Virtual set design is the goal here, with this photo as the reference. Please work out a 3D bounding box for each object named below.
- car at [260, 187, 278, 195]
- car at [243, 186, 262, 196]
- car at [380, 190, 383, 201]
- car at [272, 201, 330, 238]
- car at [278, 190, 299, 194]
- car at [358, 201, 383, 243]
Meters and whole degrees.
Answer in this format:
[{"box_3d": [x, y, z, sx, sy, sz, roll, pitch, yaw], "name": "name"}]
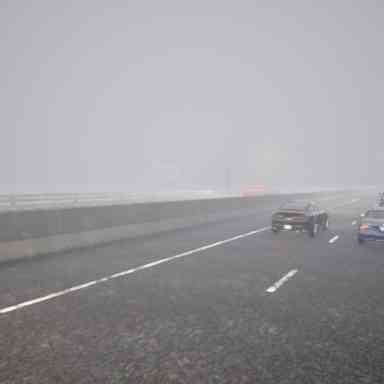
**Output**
[{"box_3d": [13.574, 0.328, 55.947, 1.837, 1.490, 4.892, 2, 1, 32], "name": "car"}, {"box_3d": [10.902, -0.044, 58.253, 2.150, 2.045, 5.566, 2, 1, 32], "name": "car"}, {"box_3d": [19.167, 0.692, 31.611, 2.150, 2.045, 5.566, 2, 2, 32], "name": "car"}, {"box_3d": [5.312, 1.181, 15.993, 1.837, 1.490, 4.892, 2, 2, 32], "name": "car"}, {"box_3d": [15.881, 0.410, 53.055, 2.128, 1.511, 4.902, 2, 1, 32], "name": "car"}, {"box_3d": [8.091, 1.309, 13.839, 2.033, 1.411, 5.357, 2, 2, 32], "name": "car"}]
